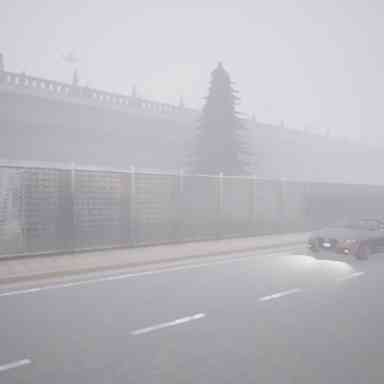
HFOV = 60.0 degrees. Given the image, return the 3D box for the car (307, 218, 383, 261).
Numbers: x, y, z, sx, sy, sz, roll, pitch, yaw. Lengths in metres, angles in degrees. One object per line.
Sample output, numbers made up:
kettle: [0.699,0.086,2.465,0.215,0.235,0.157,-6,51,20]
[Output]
car: [6.442,1.736,13.122,4.181,1.385,1.994,1,-1,-36]
